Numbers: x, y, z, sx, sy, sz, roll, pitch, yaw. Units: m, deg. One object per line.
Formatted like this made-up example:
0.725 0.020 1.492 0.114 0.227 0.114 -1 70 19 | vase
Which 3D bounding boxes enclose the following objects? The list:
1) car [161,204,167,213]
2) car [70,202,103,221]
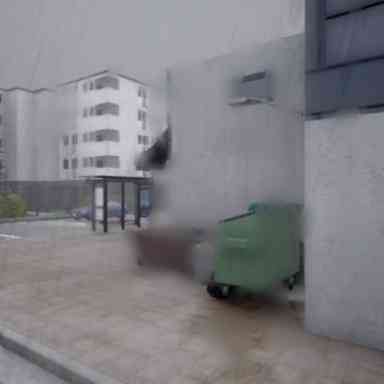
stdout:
-1.163 1.388 33.245 1.994 1.385 4.181 0 0 36 | car
-6.915 1.350 25.236 1.812 1.442 4.674 0 0 35 | car
